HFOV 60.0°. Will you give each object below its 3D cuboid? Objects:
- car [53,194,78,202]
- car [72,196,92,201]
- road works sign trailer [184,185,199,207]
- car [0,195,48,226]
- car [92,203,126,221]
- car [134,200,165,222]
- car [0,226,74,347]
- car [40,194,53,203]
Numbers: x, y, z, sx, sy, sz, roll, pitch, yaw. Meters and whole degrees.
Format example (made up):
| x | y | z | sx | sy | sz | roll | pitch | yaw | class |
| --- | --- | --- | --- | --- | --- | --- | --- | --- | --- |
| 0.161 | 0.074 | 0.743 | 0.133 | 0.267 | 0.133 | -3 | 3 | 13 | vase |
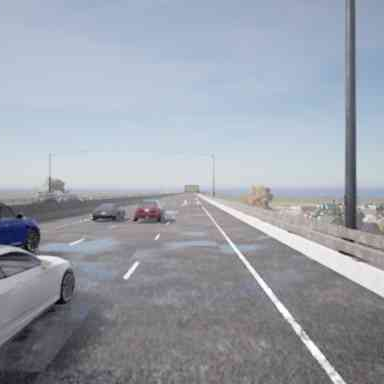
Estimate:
| x | y | z | sx | sy | sz | roll | pitch | yaw | class |
| --- | --- | --- | --- | --- | --- | --- | --- | --- | --- |
| -21.055 | 1.345 | 56.651 | 2.150 | 2.045 | 5.566 | 0 | 0 | 1 | car |
| -17.564 | 1.722 | 54.884 | 1.895 | 1.301 | 4.718 | 0 | 0 | 1 | car |
| -0.025 | 0.585 | 54.747 | 2.380 | 3.560 | 2.880 | 0 | 0 | 0 | road works sign trailer |
| -6.905 | 1.249 | 10.441 | 2.150 | 2.045 | 5.566 | 0 | 0 | 0 | car |
| -6.913 | 1.634 | 28.047 | 1.994 | 1.385 | 4.181 | 0 | 0 | 0 | car |
| -3.413 | 1.421 | 27.307 | 2.097 | 1.767 | 4.553 | 0 | 0 | 0 | car |
| -3.404 | 1.540 | 5.176 | 1.812 | 1.442 | 4.674 | 0 | 0 | 0 | car |
| -24.552 | 1.343 | 55.829 | 2.150 | 2.045 | 5.566 | 0 | 0 | 1 | car |
